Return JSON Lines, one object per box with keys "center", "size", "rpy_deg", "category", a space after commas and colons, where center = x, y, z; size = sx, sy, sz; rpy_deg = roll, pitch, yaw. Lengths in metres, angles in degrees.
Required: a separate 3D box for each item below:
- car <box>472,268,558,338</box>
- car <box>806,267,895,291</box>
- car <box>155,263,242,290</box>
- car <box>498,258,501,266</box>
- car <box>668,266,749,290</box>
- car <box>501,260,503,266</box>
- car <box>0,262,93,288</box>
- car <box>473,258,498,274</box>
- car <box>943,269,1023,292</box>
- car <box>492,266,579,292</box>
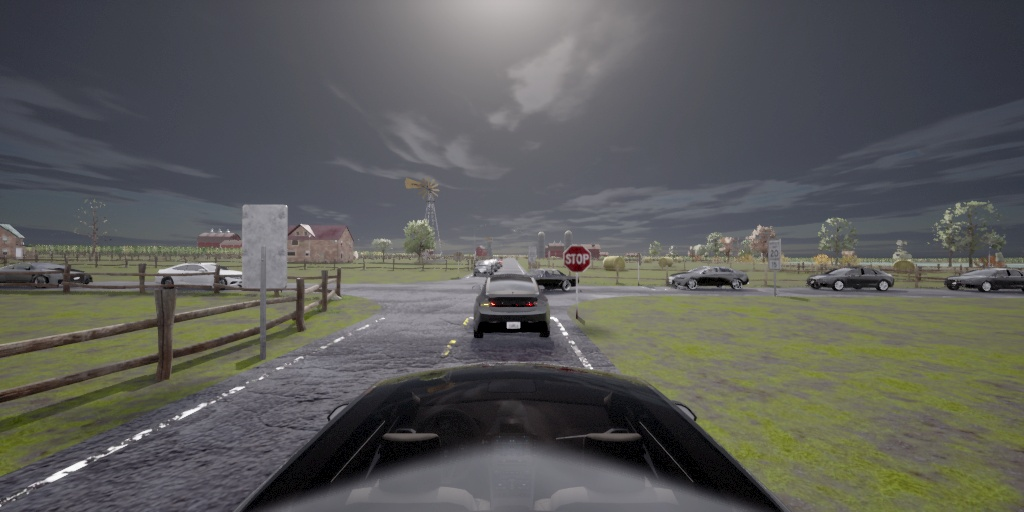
{"center": [-0.073, 1.256, 10.204], "size": [1.837, 1.490, 4.892], "rpy_deg": [0, 0, -3], "category": "car"}
{"center": [22.201, 1.499, 23.648], "size": [4.892, 1.490, 1.837], "rpy_deg": [1, -1, -1], "category": "car"}
{"center": [-17.242, 1.103, 20.162], "size": [4.674, 1.442, 1.812], "rpy_deg": [1, -1, -1], "category": "car"}
{"center": [-2.849, 1.241, 46.337], "size": [2.128, 1.511, 4.902], "rpy_deg": [0, 0, 0], "category": "car"}
{"center": [12.800, 1.397, 23.478], "size": [4.902, 1.511, 2.128], "rpy_deg": [1, -1, -2], "category": "car"}
{"center": [-2.817, 1.240, 55.879], "size": [2.128, 1.511, 4.902], "rpy_deg": [0, 0, 0], "category": "car"}
{"center": [-26.362, 1.048, 20.041], "size": [4.181, 1.385, 1.994], "rpy_deg": [1, -1, -1], "category": "car"}
{"center": [-2.856, 1.243, 36.891], "size": [2.128, 1.511, 4.902], "rpy_deg": [0, 0, 0], "category": "car"}
{"center": [31.704, 1.587, 23.768], "size": [4.892, 1.490, 1.837], "rpy_deg": [1, -1, -1], "category": "car"}
{"center": [1.501, 1.369, 20.250], "size": [4.718, 1.301, 1.895], "rpy_deg": [1, 0, -35], "category": "car"}
